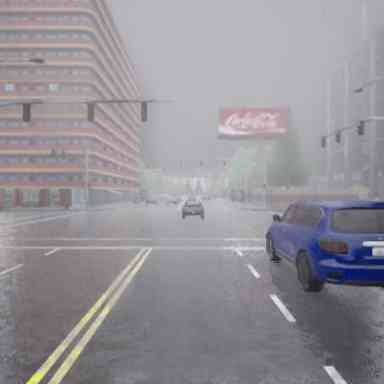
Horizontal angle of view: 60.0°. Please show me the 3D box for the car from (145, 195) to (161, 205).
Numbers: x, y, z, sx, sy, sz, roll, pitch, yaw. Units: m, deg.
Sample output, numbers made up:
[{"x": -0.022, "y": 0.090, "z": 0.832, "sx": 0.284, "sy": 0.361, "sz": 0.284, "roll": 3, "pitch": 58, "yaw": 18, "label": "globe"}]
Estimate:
[{"x": -7.042, "y": 1.468, "z": 58.676, "sx": 1.882, "sy": 1.535, "sz": 5.008, "roll": 0, "pitch": 0, "yaw": 1, "label": "car"}]

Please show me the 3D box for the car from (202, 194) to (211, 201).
[{"x": 3.499, "y": 1.339, "z": 80.385, "sx": 2.097, "sy": 1.767, "sz": 4.553, "roll": 0, "pitch": 0, "yaw": 0, "label": "car"}]

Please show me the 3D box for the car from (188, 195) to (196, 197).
[{"x": -0.001, "y": 1.509, "z": 79.537, "sx": 2.128, "sy": 1.511, "sz": 4.902, "roll": 0, "pitch": 0, "yaw": 0, "label": "car"}]

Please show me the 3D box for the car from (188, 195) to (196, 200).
[{"x": -0.001, "y": 1.472, "z": 89.208, "sx": 2.033, "sy": 1.411, "sz": 5.357, "roll": 0, "pitch": 0, "yaw": 0, "label": "car"}]

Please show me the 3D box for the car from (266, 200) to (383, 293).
[{"x": 3.579, "y": 1.221, "z": 8.981, "sx": 2.150, "sy": 2.045, "sz": 5.566, "roll": 0, "pitch": 0, "yaw": 0, "label": "car"}]

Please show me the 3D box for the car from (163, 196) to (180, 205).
[{"x": -3.543, "y": 1.516, "z": 58.742, "sx": 1.812, "sy": 1.442, "sz": 4.674, "roll": 0, "pitch": 0, "yaw": 1, "label": "car"}]

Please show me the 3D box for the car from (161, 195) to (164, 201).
[{"x": -7.001, "y": 1.514, "z": 74.272, "sx": 2.128, "sy": 1.511, "sz": 4.902, "roll": 0, "pitch": 0, "yaw": 0, "label": "car"}]

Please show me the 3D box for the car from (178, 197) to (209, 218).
[{"x": 0.093, "y": 1.487, "z": 29.621, "sx": 2.128, "sy": 1.511, "sz": 4.902, "roll": 0, "pitch": 0, "yaw": 0, "label": "car"}]

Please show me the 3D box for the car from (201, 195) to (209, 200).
[{"x": 3.499, "y": 1.457, "z": 89.209, "sx": 1.812, "sy": 1.442, "sz": 4.674, "roll": 0, "pitch": 0, "yaw": 0, "label": "car"}]
